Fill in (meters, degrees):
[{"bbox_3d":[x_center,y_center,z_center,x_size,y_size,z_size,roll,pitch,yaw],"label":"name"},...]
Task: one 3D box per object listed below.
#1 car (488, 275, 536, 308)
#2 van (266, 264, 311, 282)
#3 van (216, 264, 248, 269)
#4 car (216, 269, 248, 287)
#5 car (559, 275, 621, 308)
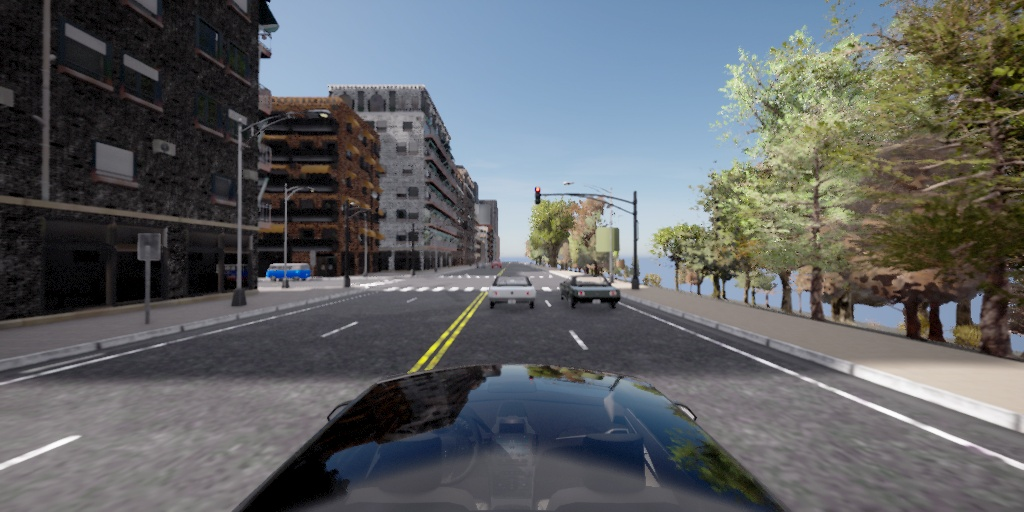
[{"bbox_3d":[0.004,1.484,15.954,1.895,1.301,4.718,0,-1,0],"label":"car"},{"bbox_3d":[-22.715,1.679,36.473,3.998,1.789,1.690,0,0,-1],"label":"van"},{"bbox_3d":[-28.317,1.752,36.396,3.998,1.789,1.690,0,0,-1],"label":"van"},{"bbox_3d":[-22.629,1.872,28.127,4.207,1.307,1.802,0,0,-1],"label":"car"},{"bbox_3d":[3.253,1.484,15.954,1.895,1.301,4.718,0,-1,0],"label":"car"}]
